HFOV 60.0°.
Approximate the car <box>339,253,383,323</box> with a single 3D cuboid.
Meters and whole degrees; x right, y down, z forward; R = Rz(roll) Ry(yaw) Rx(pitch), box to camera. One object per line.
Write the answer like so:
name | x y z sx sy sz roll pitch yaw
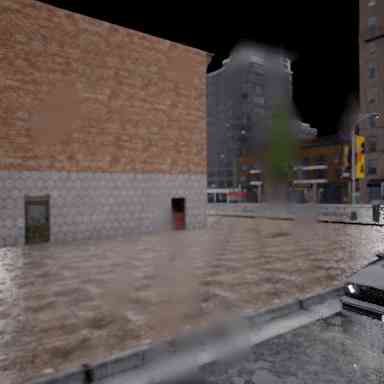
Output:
car | 5.072 1.455 6.351 5.357 1.411 2.033 -1 0 -35
